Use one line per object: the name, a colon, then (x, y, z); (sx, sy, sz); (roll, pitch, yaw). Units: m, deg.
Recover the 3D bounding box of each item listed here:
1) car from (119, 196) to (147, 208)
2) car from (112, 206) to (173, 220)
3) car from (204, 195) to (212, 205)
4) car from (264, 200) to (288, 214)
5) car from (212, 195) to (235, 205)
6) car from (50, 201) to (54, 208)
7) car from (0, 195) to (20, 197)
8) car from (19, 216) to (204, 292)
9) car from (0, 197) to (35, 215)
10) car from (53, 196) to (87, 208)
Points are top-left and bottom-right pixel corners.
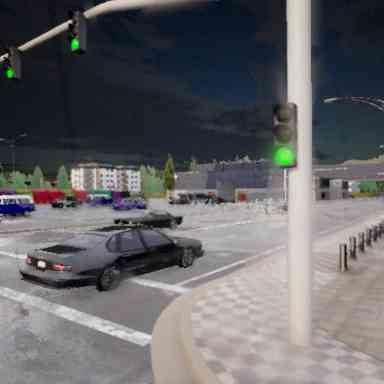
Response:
car: (-8.690, 1.721, 51.110); (1.970, 1.475, 3.806); (-1, 0, 36)
car: (-2.663, 1.755, 20.227); (1.895, 1.301, 4.718); (-1, 0, 36)
car: (3.857, 1.460, 63.559); (1.905, 1.878, 3.866); (-1, 0, 36)
car: (9.681, 1.645, 37.054); (2.128, 1.511, 4.902); (-1, 0, 36)
car: (6.153, 1.436, 61.797); (1.932, 1.855, 4.605); (-1, 0, 36)
car: (-24.632, 1.838, 62.842); (1.784, 1.438, 3.905); (-1, 0, 36)
car: (-26.818, 1.565, 45.657); (1.932, 1.855, 4.605); (-1, 0, 36)
car: (-1.823, 1.647, 9.358); (2.033, 1.411, 5.357); (0, 0, 36)
car: (-22.298, 1.766, 42.383); (1.970, 1.475, 3.806); (-1, 0, 36)
car: (-22.341, 1.605, 61.071); (1.932, 1.855, 4.605); (-1, 0, 36)
